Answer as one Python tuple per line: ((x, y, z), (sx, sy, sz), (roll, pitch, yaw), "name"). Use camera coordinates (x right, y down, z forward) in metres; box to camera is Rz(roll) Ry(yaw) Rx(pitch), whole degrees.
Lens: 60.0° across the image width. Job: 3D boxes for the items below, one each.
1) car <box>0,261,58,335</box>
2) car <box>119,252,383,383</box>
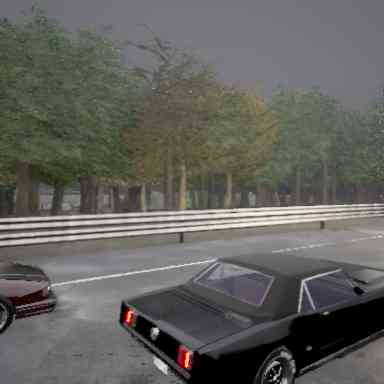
((-4.899, 1.528, 4.745), (5.357, 1.411, 2.033), (0, 1, -35), "car")
((1.478, 1.594, 4.915), (4.718, 1.301, 1.895), (0, 0, -35), "car")
